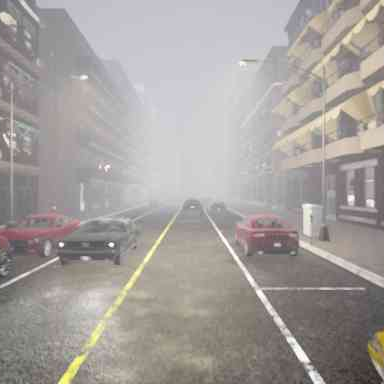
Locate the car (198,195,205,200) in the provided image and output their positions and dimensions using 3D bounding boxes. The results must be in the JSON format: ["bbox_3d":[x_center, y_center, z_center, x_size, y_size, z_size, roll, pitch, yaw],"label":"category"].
[{"bbox_3d":[2.661,1.413,91.588,1.802,1.307,4.206,0,0,0],"label":"car"}]

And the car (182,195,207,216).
[{"bbox_3d":[0.060,1.375,31.505,2.033,1.649,4.856,0,0,0],"label":"car"}]

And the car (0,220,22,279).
[{"bbox_3d":[-5.692,1.428,7.045,1.967,1.590,4.097,0,0,0],"label":"car"}]

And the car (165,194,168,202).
[{"bbox_3d":[-5.709,1.446,57.771,2.008,1.369,4.403,0,0,0],"label":"car"}]

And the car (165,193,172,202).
[{"bbox_3d":[-5.712,1.418,69.044,1.887,1.381,4.507,0,0,0],"label":"car"}]

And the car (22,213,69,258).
[{"bbox_3d":[-5.694,1.522,12.682,1.887,1.381,4.507,0,0,0],"label":"car"}]

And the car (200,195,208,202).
[{"bbox_3d":[2.666,1.445,74.679,1.802,1.307,4.206,0,0,0],"label":"car"}]

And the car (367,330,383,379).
[{"bbox_3d":[2.690,1.523,1.578,1.752,1.417,4.829,0,0,0],"label":"car"}]

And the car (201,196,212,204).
[{"bbox_3d":[2.670,1.450,63.406,1.947,1.339,4.313,0,0,0],"label":"car"}]

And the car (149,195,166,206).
[{"bbox_3d":[-5.707,1.457,52.134,2.008,1.369,4.403,0,0,0],"label":"car"}]

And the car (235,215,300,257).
[{"bbox_3d":[2.687,1.523,12.680,1.887,1.381,4.507,0,0,0],"label":"car"}]

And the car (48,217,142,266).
[{"bbox_3d":[-3.015,1.580,11.667,1.895,1.301,4.718,0,0,0],"label":"car"}]

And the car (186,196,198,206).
[{"bbox_3d":[-0.016,1.427,54.476,1.812,1.442,4.674,0,0,0],"label":"car"}]

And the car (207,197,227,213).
[{"bbox_3d":[2.680,1.488,35.225,2.008,1.369,4.403,0,0,0],"label":"car"}]

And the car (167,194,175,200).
[{"bbox_3d":[-5.719,1.357,91.418,1.752,1.417,4.829,0,0,0],"label":"car"}]

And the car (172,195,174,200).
[{"bbox_3d":[-5.715,1.167,80.316,2.192,1.841,5.009,0,0,0],"label":"car"}]
